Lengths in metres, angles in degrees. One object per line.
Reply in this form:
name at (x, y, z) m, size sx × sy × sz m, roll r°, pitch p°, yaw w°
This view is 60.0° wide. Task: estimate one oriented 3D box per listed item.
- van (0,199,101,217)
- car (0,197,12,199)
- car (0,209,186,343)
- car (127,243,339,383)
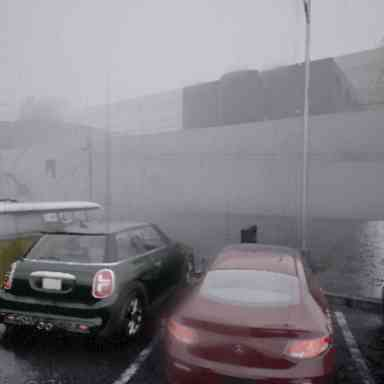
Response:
van at (-3.814, 1.247, 8.655) m, size 1.878 × 1.987 × 4.442 m, roll 0°, pitch -1°, yaw 15°
car at (-8.701, 1.206, 11.977) m, size 2.435 × 2.045 × 5.566 m, roll 1°, pitch -1°, yaw 15°
car at (-1.424, 1.352, 6.779) m, size 2.185 × 1.767 × 4.553 m, roll 0°, pitch -1°, yaw 15°
car at (1.009, 1.525, 5.072) m, size 2.002 × 1.452 × 4.674 m, roll 0°, pitch -1°, yaw 15°
